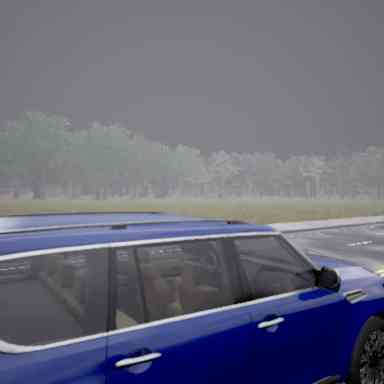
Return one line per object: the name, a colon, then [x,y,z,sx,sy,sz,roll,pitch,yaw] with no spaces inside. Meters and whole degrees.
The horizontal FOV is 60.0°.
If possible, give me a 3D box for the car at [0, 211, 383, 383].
car: [-0.070,1.229,3.391,5.566,2.045,2.150,0,0,-36]
